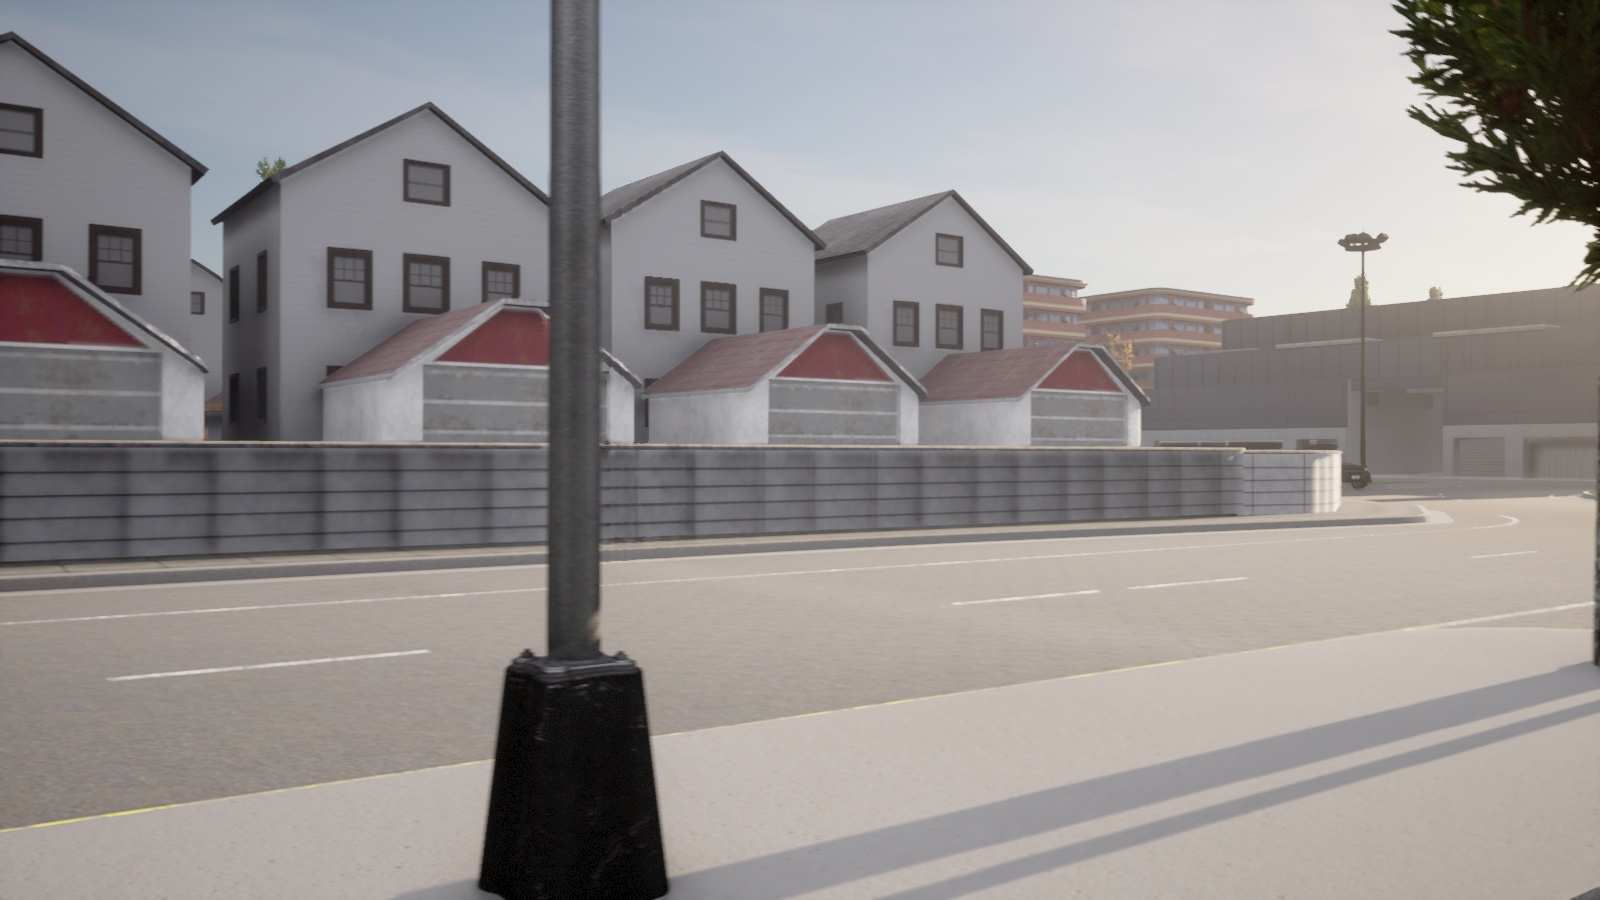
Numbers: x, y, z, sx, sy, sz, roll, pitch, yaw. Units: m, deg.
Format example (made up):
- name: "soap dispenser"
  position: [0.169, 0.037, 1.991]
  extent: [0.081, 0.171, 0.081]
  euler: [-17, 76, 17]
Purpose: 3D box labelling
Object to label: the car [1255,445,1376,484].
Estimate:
- name: "car"
  position: [22.661, 0.611, 55.440]
  extent: [2.152, 1.651, 5.027]
  euler: [0, 0, -20]
